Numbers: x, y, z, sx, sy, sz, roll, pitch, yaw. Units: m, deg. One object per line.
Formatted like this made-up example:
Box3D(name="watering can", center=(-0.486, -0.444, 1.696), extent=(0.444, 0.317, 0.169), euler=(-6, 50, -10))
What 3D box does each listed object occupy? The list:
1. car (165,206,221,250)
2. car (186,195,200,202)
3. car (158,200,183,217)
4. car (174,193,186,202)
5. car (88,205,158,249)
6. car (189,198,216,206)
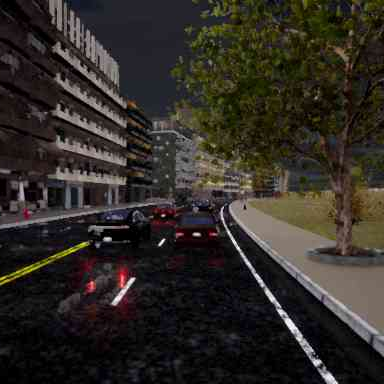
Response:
Box3D(name="car", center=(0.259, 1.571, 14.407), extent=(2.033, 1.411, 5.357), euler=(0, 0, 2))
Box3D(name="car", center=(0.640, 1.430, 77.426), extent=(2.097, 1.767, 4.553), euler=(0, 0, 10))
Box3D(name="car", center=(-2.201, 1.640, 29.473), extent=(1.895, 1.301, 4.718), euler=(0, 0, 4))
Box3D(name="car", center=(-2.561, 1.301, 77.985), extent=(2.150, 2.045, 5.566), euler=(0, 0, 10))
Box3D(name="car", center=(-2.990, 1.504, 14.521), extent=(2.128, 1.511, 4.902), euler=(0, 0, 2))
Box3D(name="car", center=(1.039, 1.517, 29.215), extent=(2.128, 1.511, 4.902), euler=(0, 0, 4))
